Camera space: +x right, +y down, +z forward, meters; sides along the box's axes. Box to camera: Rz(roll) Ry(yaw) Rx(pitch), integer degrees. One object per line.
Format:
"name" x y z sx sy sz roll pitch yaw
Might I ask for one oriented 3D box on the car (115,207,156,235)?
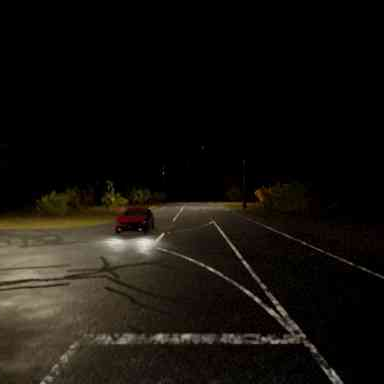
"car" -3.428 1.708 20.784 1.882 1.535 5.008 0 -1 0
